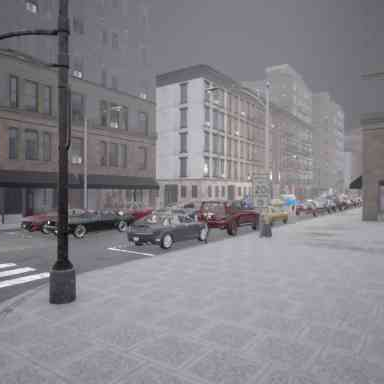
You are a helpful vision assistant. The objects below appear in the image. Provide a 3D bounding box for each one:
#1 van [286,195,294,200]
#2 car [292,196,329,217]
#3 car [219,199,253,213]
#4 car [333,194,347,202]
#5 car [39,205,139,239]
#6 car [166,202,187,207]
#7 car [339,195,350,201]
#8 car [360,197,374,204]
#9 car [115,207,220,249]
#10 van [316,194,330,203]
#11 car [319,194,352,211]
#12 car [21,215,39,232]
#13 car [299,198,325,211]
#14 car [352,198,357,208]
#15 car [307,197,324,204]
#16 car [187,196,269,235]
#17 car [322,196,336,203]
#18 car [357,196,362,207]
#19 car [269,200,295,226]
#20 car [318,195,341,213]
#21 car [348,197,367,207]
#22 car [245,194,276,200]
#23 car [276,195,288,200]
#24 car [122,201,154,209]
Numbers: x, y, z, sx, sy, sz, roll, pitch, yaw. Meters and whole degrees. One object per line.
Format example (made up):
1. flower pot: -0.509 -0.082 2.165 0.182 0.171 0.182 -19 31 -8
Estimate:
1. van: 14.320 1.340 50.172 1.690 1.788 3.998 0 0 35
2. car: 11.551 1.472 32.281 1.967 1.590 4.097 0 0 35
3. car: 4.986 1.537 36.897 1.887 1.381 4.507 0 0 35
4. car: 36.100 1.327 81.149 2.192 1.841 5.009 0 0 35
5. car: -5.314 1.598 17.835 1.895 1.301 4.718 0 0 32
6. car: 0.447 1.505 26.033 1.837 1.490 4.892 0 0 35
7. car: 39.210 1.557 85.574 1.887 1.381 4.507 0 0 35
8. car: 33.330 1.614 63.258 1.947 1.339 4.313 0 0 35
9. car: -0.894 1.575 14.581 2.008 1.369 4.403 0 0 35
10. van: 26.765 1.349 67.873 1.690 1.788 3.998 0 0 35
11. car: 17.774 1.351 41.131 2.192 1.841 5.009 0 0 35
12. car: -7.459 1.530 19.197 1.887 1.381 4.507 0 0 35
13. car: 15.049 1.528 41.670 1.837 1.490 4.892 0 0 35
14. car: 20.884 1.620 45.557 1.802 1.307 4.206 0 0 35
15. car: 23.653 1.572 63.448 1.947 1.339 4.313 0 0 35
16. car: 2.218 1.341 19.006 2.192 1.841 5.009 0 0 35
17. car: 29.876 1.555 72.299 1.887 1.381 4.507 0 0 35
18. car: 23.996 1.607 49.982 1.947 1.339 4.313 0 0 35
19. car: 5.426 1.553 23.571 1.752 1.417 4.829 0 0 35
20. car: 14.662 1.474 36.706 1.967 1.590 4.097 0 0 35
21. car: 27.107 1.594 54.407 2.008 1.369 4.403 0 0 35
22. car: 6.421 1.226 34.502 2.150 2.045 5.566 0 0 35
23. car: 11.111 1.522 45.608 1.752 1.417 4.829 0 0 35
24. car: -4.347 1.427 23.622 1.967 1.590 4.097 0 0 35
